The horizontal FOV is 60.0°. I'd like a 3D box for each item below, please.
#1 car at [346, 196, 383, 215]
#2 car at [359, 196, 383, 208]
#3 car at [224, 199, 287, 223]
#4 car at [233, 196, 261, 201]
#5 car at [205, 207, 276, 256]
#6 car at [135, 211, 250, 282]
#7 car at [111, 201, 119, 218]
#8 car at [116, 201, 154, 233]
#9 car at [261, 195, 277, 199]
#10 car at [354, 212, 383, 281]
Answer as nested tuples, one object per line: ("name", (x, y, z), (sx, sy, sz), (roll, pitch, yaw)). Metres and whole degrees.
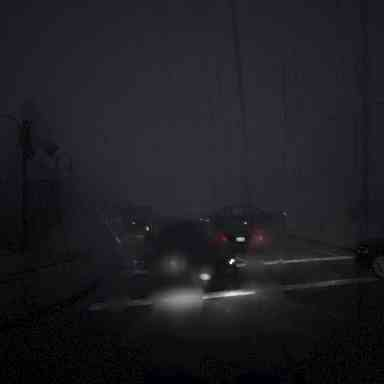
("car", (15.557, 1.355, 29.256), (1.970, 1.475, 3.806), (0, 0, -17))
("car", (23.838, 1.273, 43.259), (1.845, 1.501, 3.633), (0, 0, -17))
("car", (2.887, 1.466, 19.743), (5.357, 1.411, 2.033), (-3, 1, -20))
("car", (7.287, 1.287, 46.197), (2.007, 1.523, 4.514), (0, 0, -17))
("car", (1.371, 1.539, 13.017), (2.033, 1.411, 5.357), (0, 0, -4))
("car", (-0.369, 1.543, 10.134), (2.033, 1.411, 5.357), (0, 0, -15))
("car", (-6.301, 1.515, 30.108), (2.033, 1.411, 5.357), (0, 0, -17))
("car", (-3.121, 1.529, 19.963), (2.033, 1.411, 5.357), (0, 0, -17))
("car", (10.273, 1.277, 47.159), (2.152, 1.636, 5.027), (0, 0, -17))
("car", (6.697, 1.475, 8.086), (5.008, 1.535, 1.882), (0, 0, 37))
